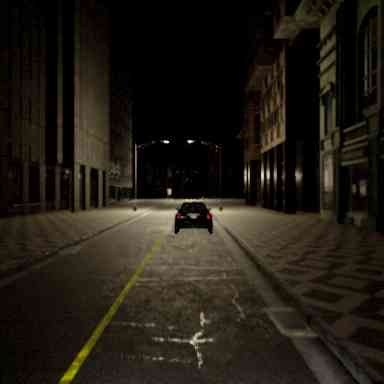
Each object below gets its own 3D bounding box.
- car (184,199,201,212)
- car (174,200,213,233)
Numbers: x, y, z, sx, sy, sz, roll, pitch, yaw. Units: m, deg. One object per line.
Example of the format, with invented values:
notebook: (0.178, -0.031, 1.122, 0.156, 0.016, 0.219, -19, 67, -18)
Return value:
car: (0.088, 1.595, 40.378, 1.895, 1.301, 4.718, 0, 0, 0)
car: (0.091, 1.342, 19.749, 2.097, 1.767, 4.553, 0, 0, 0)
